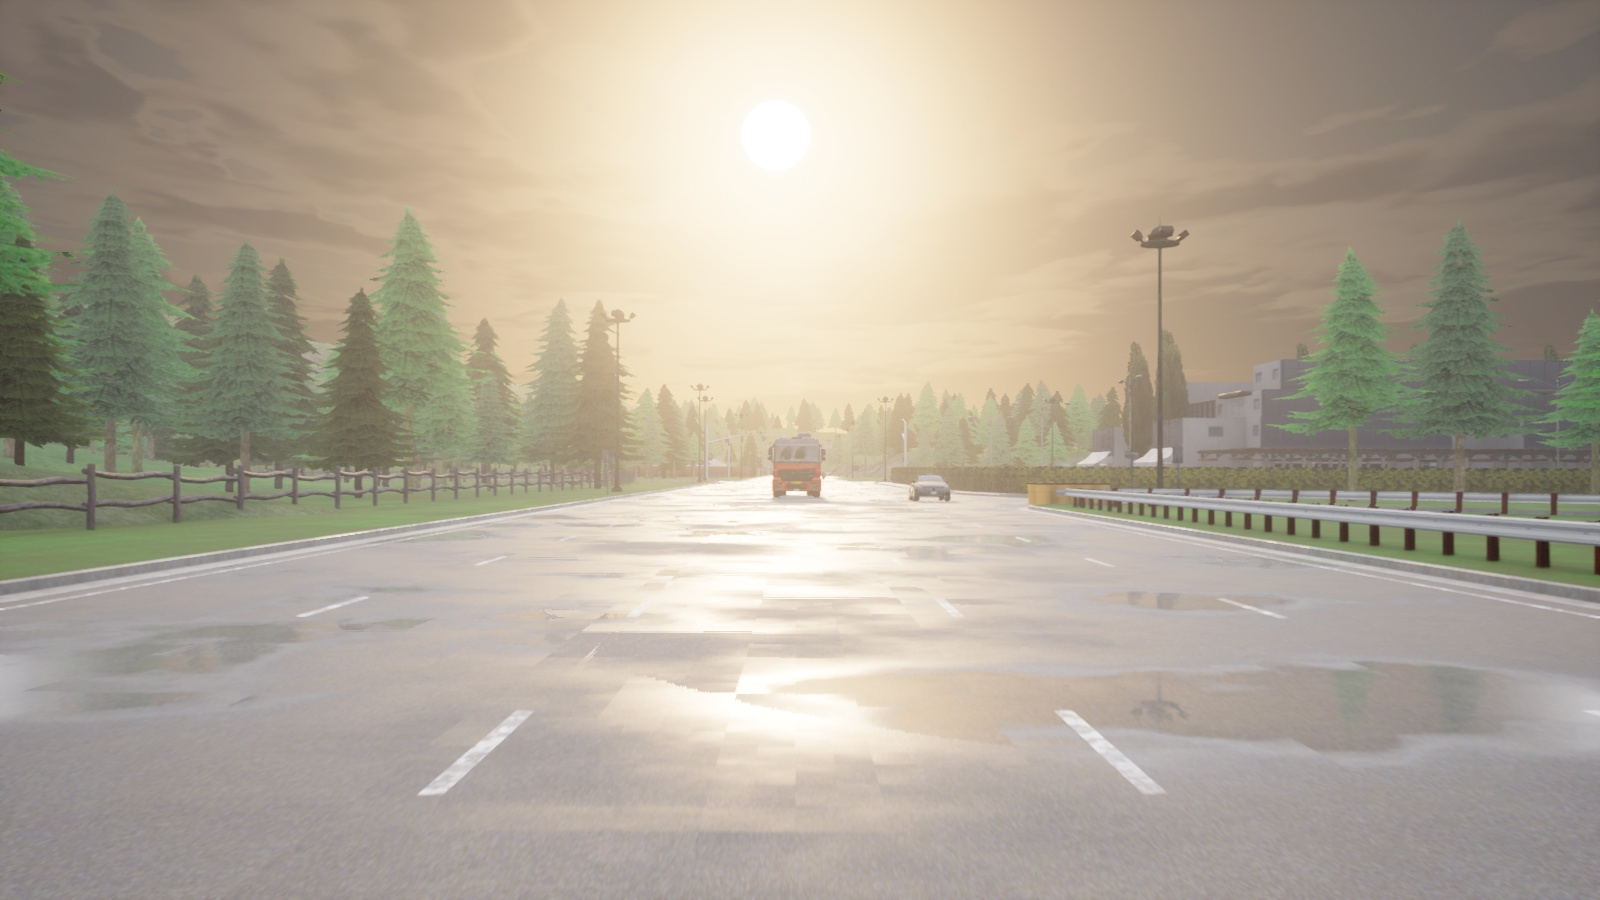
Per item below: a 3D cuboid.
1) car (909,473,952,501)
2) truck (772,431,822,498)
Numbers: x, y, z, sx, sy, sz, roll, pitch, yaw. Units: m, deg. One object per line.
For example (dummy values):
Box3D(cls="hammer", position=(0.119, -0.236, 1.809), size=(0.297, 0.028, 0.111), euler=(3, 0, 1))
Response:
Box3D(cls="car", position=(6.846, 1.922, 66.247), size=(1.812, 1.442, 4.674), euler=(0, -1, 0))
Box3D(cls="truck", position=(-0.182, 0.926, 76.177), size=(2.891, 3.827, 8.468), euler=(0, -1, 0))
